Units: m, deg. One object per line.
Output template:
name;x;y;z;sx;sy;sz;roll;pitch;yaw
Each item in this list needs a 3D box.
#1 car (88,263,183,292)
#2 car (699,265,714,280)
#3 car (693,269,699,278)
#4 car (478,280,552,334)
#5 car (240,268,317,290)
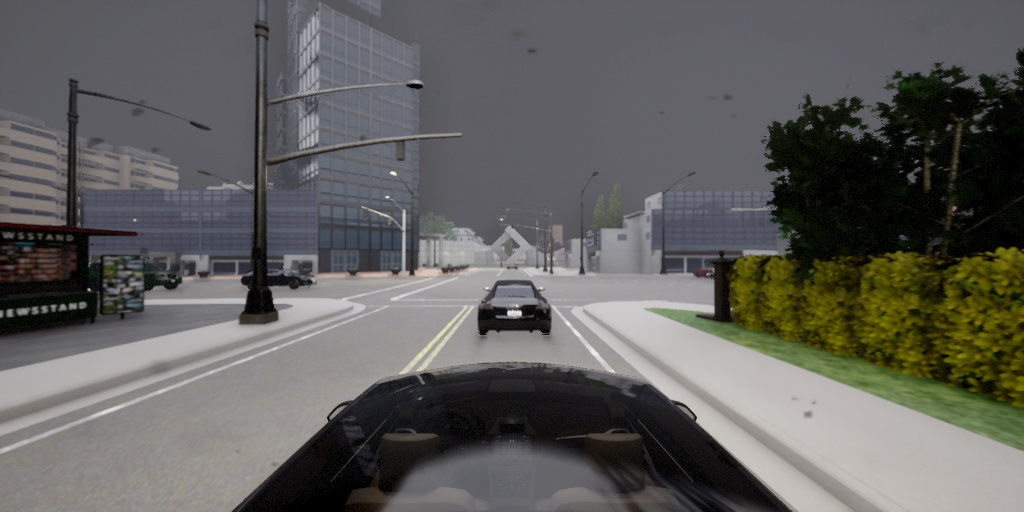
car;-27.093;1.474;25.724;5.566;2.045;2.150;-1;-1;-1
car;20.689;1.541;33.380;4.902;1.511;2.128;0;-1;-1
car;21.294;1.566;36.893;5.008;1.535;1.882;0;-1;-1
car;0.068;1.417;10.960;1.994;1.385;4.181;0;-1;0
car;-16.704;1.621;25.823;4.902;1.511;2.128;-1;-1;-1
